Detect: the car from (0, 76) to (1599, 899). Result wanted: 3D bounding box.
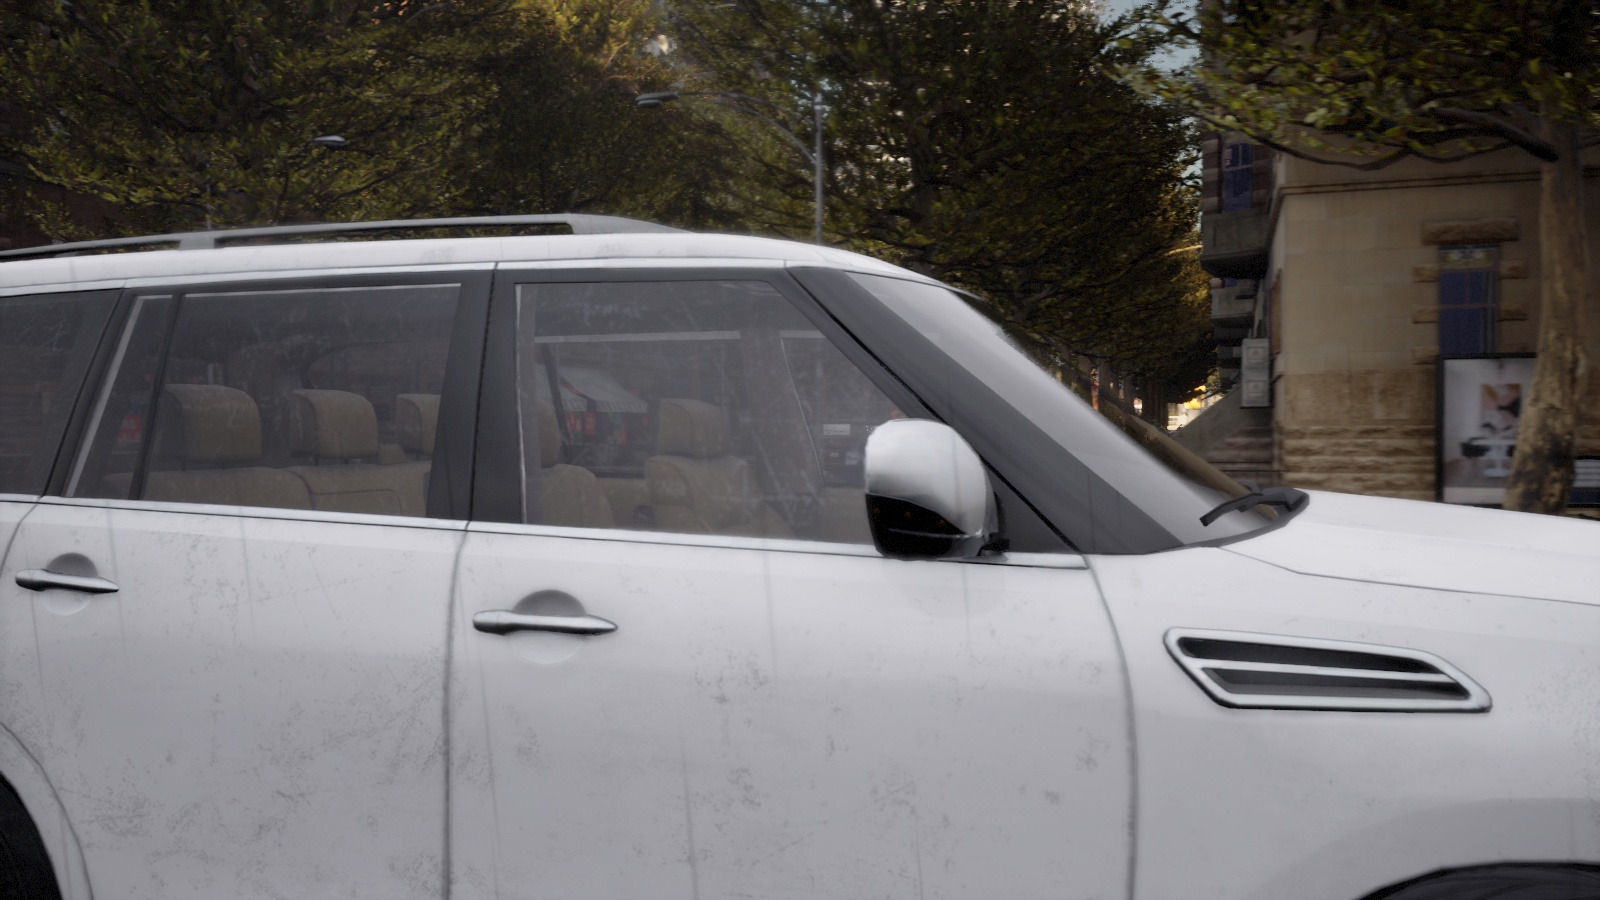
[{"bbox_3d":[-0.256,0.492,3.275,5.566,2.045,2.150,1,1,19],"label":"car"}]
